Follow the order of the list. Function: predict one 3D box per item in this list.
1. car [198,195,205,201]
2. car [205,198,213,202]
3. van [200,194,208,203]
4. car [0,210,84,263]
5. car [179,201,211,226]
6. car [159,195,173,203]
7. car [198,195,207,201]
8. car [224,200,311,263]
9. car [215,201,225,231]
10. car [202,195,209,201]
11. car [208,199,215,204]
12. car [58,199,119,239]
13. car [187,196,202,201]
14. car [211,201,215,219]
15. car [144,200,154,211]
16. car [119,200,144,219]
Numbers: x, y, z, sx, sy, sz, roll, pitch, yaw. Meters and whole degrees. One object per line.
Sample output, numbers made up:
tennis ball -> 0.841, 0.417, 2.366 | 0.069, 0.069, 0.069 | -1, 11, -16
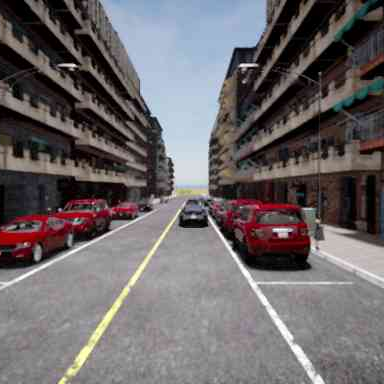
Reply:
car -> 2.685, 1.645, 91.339 | 1.802, 1.307, 4.206 | -1, 0, 0
car -> 2.653, 1.608, 34.693 | 1.947, 1.339, 4.313 | -1, 0, 0
van -> 2.679, 1.406, 74.345 | 1.690, 1.788, 3.998 | -1, 0, 0
car -> -5.702, 1.562, 11.977 | 1.887, 1.381, 4.507 | -1, 0, 0
car -> 0.101, 1.595, 23.668 | 1.994, 1.385, 4.181 | 0, 0, 0
car -> -5.698, 1.614, 68.625 | 2.008, 1.369, 4.403 | -1, 0, 0
car -> 2.682, 1.504, 85.675 | 1.967, 1.590, 4.097 | -1, 0, 0
car -> 2.641, 1.333, 12.035 | 2.192, 1.841, 5.009 | -1, 0, 0
car -> 2.641, 1.340, 17.700 | 2.192, 1.841, 5.009 | -1, 0, 0
car -> 2.683, 1.621, 51.686 | 1.947, 1.339, 4.313 | -1, 0, 0
car -> 2.646, 1.582, 29.029 | 1.887, 1.381, 4.507 | -1, 0, 0
car -> -5.706, 1.339, 17.640 | 2.192, 1.841, 5.009 | -1, 0, 0
car -> 0.103, 1.576, 45.077 | 1.812, 1.442, 4.674 | 0, 0, 0
car -> 2.646, 1.597, 23.364 | 1.947, 1.339, 4.313 | -1, 0, 0
car -> -5.700, 1.612, 40.300 | 1.947, 1.339, 4.313 | -1, 0, 0
car -> -5.701, 1.581, 28.970 | 1.887, 1.381, 4.507 | -1, 0, 0
